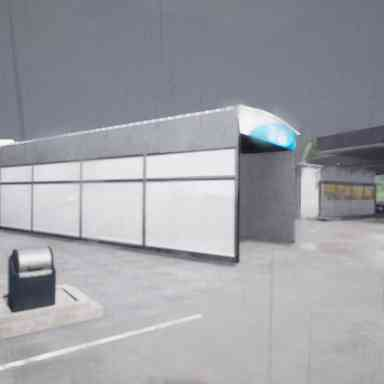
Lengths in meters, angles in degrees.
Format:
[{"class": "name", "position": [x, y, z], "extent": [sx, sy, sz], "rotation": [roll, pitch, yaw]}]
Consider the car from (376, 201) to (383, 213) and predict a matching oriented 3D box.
[{"class": "car", "position": [24.304, 1.984, 43.003], "extent": [4.611, 1.667, 2.242], "rotation": [1, 0, -37]}]
